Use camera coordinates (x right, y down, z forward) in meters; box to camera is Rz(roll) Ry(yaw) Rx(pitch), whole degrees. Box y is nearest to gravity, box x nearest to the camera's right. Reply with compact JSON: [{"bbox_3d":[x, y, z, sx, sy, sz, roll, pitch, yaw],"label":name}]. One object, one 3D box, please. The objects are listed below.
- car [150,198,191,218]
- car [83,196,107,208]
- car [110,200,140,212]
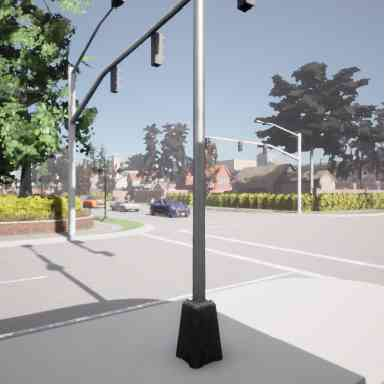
[{"bbox_3d":[-2.078,1.352,30.790,2.097,1.767,4.553,0,0,-36],"label":"car"},{"bbox_3d":[-13.712,1.352,46.866,2.097,1.767,4.553,0,0,-36],"label":"car"},{"bbox_3d":[-7.822,1.601,38.726,1.895,1.301,4.718,0,0,-36],"label":"car"}]
